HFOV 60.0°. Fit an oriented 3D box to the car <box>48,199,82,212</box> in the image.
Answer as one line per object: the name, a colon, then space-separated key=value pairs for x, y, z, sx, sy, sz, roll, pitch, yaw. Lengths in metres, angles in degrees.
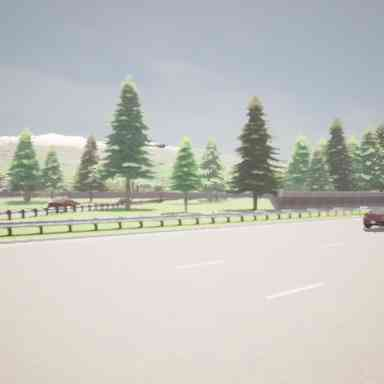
car: x=-14.851 y=1.550 z=39.251 sx=1.882 sy=1.535 sz=5.008 roll=1 pitch=0 yaw=11

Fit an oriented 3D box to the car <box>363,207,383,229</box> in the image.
car: x=12.851 y=1.680 z=21.509 sx=4.674 sy=1.442 sz=1.812 roll=0 pitch=0 yaw=-35

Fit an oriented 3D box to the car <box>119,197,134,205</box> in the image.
car: x=-12.183 y=1.669 z=61.910 sx=2.128 sy=1.511 sz=4.902 roll=0 pitch=0 yaw=5
